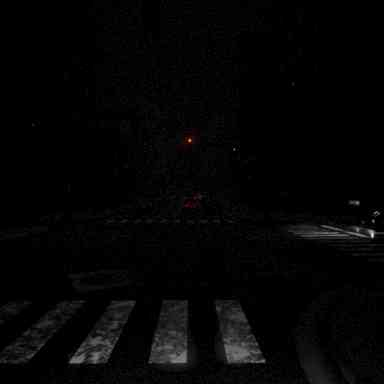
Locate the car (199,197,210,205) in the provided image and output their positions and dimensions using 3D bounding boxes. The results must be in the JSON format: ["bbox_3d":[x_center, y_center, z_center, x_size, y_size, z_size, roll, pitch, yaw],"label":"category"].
[{"bbox_3d":[2.389,1.647,63.730,2.008,1.369,4.403,0,0,0],"label":"car"}]

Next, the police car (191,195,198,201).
[{"bbox_3d":[0.618,1.599,90.257,1.930,1.638,5.238,0,0,0],"label":"police car"}]

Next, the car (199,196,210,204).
[{"bbox_3d":[2.364,1.641,47.199,1.802,1.307,4.206,0,0,0],"label":"car"}]

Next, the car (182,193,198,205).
[{"bbox_3d":[-0.248,1.318,63.358,2.150,2.045,5.566,0,0,0],"label":"car"}]

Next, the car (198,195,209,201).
[{"bbox_3d":[2.372,1.637,52.709,1.947,1.339,4.313,0,0,0],"label":"car"}]

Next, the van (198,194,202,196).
[{"bbox_3d":[2.381,1.424,58.220,1.690,1.788,3.998,0,0,0],"label":"van"}]

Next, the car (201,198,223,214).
[{"bbox_3d":[2.347,1.606,36.176,1.947,1.339,4.313,0,0,0],"label":"car"}]

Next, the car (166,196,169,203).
[{"bbox_3d":[-5.644,1.634,58.232,2.008,1.369,4.403,0,0,0],"label":"car"}]

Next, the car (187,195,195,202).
[{"bbox_3d":[-0.232,1.480,73.713,1.812,1.442,4.674,0,0,0],"label":"car"}]

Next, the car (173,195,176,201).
[{"bbox_3d":[-5.611,1.694,80.275,2.008,1.369,4.403,0,0,0],"label":"car"}]

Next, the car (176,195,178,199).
[{"bbox_3d":[-5.593,1.721,91.297,1.887,1.381,4.507,0,0,0],"label":"car"}]

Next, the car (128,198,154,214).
[{"bbox_3d":[-5.678,1.480,36.189,1.967,1.590,4.097,0,0,0],"label":"car"}]

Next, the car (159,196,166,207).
[{"bbox_3d":[-5.653,1.653,52.721,1.802,1.307,4.206,0,0,0],"label":"car"}]

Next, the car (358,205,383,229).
[{"bbox_3d":[12.893,1.305,20.689,4.553,1.767,2.097,0,0,0],"label":"car"}]

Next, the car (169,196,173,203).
[{"bbox_3d":[-5.628,1.552,69.253,1.967,1.590,4.097,0,0,0],"label":"car"}]

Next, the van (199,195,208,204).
[{"bbox_3d":[2.397,1.453,69.241,1.690,1.788,3.998,0,0,0],"label":"van"}]

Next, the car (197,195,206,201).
[{"bbox_3d":[2.423,1.600,85.774,1.967,1.590,4.097,0,0,0],"label":"car"}]

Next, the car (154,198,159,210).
[{"bbox_3d":[-5.669,1.490,41.700,1.967,1.590,4.097,0,0,0],"label":"car"}]
